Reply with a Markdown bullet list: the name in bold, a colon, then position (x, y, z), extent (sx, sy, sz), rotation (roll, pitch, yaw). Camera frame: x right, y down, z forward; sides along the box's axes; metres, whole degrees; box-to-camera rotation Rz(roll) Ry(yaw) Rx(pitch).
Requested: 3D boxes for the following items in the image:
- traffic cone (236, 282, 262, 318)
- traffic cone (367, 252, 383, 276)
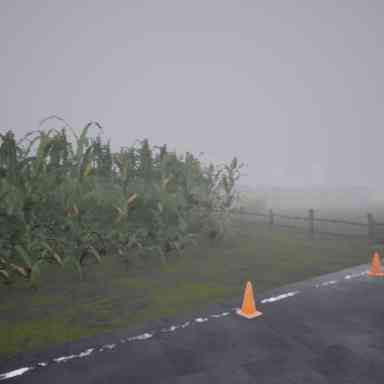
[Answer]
- **traffic cone**: position (1.058, 1.958, 6.156), extent (0.340, 0.580, 0.340), rotation (0, 0, -36)
- **traffic cone**: position (5.054, 1.955, 9.114), extent (0.340, 0.580, 0.340), rotation (0, 0, -37)
